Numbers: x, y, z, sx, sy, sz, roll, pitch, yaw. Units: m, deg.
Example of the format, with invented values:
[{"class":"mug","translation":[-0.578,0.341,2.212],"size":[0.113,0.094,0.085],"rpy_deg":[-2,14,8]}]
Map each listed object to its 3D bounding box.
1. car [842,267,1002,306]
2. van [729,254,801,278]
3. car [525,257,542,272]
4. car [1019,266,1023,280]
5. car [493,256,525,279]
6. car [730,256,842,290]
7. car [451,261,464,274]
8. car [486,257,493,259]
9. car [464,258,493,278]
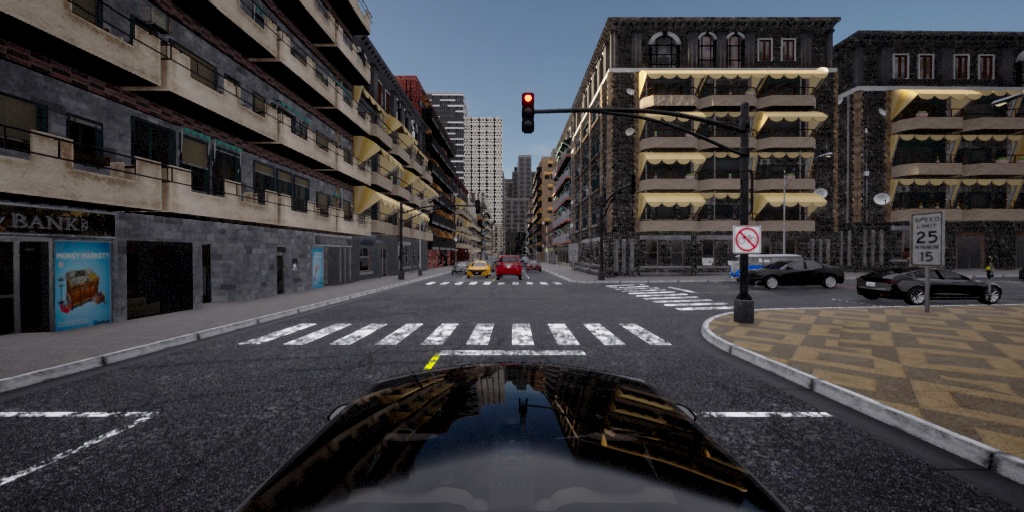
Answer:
[{"class":"car","translation":[15.777,1.077,13.725],"size":[4.313,1.339,1.948],"rpy_deg":[0,0,-1]},{"class":"van","translation":[15.662,0.782,22.104],"size":[3.998,1.789,1.690],"rpy_deg":[0,0,-1]},{"class":"car","translation":[2.706,1.198,45.516],"size":[1.967,1.591,4.097],"rpy_deg":[0,0,0]},{"class":"car","translation":[31.192,0.571,19.714],"size":[4.553,1.767,2.097],"rpy_deg":[-1,0,-1]},{"class":"car","translation":[-0.150,0.975,32.319],"size":[2.150,2.045,5.566],"rpy_deg":[0,0,2]},{"class":"car","translation":[15.068,0.951,19.501],"size":[5.008,1.535,1.882],"rpy_deg":[-1,0,-1]},{"class":"car","translation":[-5.676,1.305,39.997],"size":[2.007,1.370,4.403],"rpy_deg":[0,0,0]},{"class":"car","translation":[-3.080,1.249,44.461],"size":[2.128,1.511,4.902],"rpy_deg":[0,0,0]},{"class":"car","translation":[-3.088,1.230,34.057],"size":[1.882,1.535,5.008],"rpy_deg":[0,0,0]}]
